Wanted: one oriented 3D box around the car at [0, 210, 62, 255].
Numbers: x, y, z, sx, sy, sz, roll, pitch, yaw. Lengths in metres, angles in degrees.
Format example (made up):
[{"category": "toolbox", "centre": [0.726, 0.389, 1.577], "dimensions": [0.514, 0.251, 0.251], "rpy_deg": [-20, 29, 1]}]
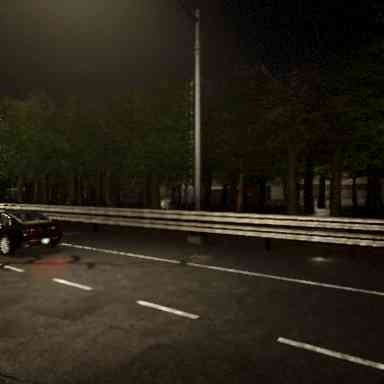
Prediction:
[{"category": "car", "centre": [-7.215, 1.502, 13.331], "dimensions": [4.892, 1.490, 1.837], "rpy_deg": [0, 0, 36]}]
